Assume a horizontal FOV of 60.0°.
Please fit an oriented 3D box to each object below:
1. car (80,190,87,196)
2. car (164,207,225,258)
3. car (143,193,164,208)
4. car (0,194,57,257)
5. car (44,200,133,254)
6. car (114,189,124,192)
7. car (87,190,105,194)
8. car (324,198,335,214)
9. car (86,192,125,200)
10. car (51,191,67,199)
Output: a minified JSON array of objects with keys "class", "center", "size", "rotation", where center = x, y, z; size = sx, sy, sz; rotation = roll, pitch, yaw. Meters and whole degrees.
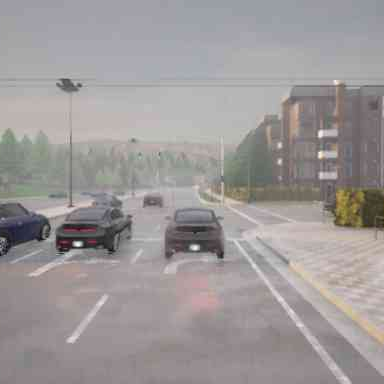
[{"class":"car","center":[-23.277,0.165,73.672],"size":[1.994,1.385,4.181],"rotation":[0,1,0]},{"class":"car","center":[0.079,1.280,11.758],"size":[1.837,1.490,4.892],"rotation":[0,1,0]},{"class":"car","center":[-4.034,0.811,35.318],"size":[1.882,1.535,5.008],"rotation":[0,1,-2]},{"class":"car","center":[-6.931,1.123,11.989],"size":[2.097,1.767,4.553],"rotation":[0,1,0]},{"class":"car","center":[-3.425,1.269,12.388],"size":[1.837,1.490,4.892],"rotation":[0,1,0]},{"class":"car","center":[-16.277,0.144,74.136],"size":[2.033,1.411,5.357],"rotation":[0,1,0]},{"class":"car","center":[-16.297,0.380,58.280],"size":[1.882,1.535,5.008],"rotation":[0,1,0]},{"class":"car","center":[12.621,1.026,25.287],"size":[4.892,1.490,1.837],"rotation":[0,0,1]},{"class":"car","center":[-7.269,1.003,28.825],"size":[2.033,1.411,5.357],"rotation":[0,1,-2]},{"class":"car","center":[-23.288,0.473,57.868],"size":[1.994,1.385,4.181],"rotation":[0,1,0]}]
